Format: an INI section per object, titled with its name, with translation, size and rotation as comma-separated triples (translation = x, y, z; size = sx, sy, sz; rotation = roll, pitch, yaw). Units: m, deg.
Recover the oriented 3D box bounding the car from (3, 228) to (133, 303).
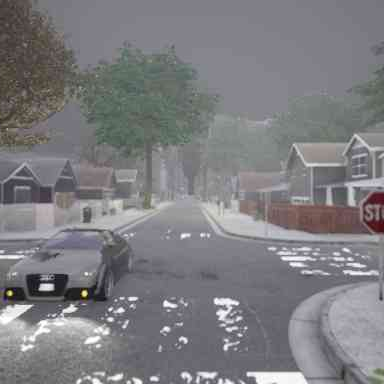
[car]
translation = -2.745, 1.619, 8.283
size = 1.994, 1.385, 4.181
rotation = 0, 0, 0
